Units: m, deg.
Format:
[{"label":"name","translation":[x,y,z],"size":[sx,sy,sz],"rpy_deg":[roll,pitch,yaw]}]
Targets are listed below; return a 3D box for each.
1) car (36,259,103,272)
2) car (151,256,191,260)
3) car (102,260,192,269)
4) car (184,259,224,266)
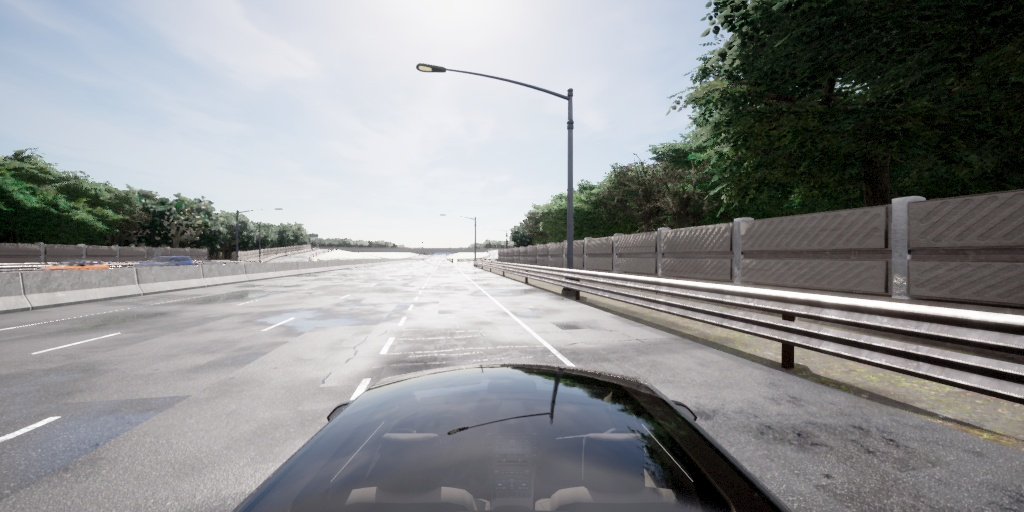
[{"label":"car","translation":[-37.571,1.119,30.783],"size":[2.097,1.767,4.553],"rpy_deg":[0,0,-11]},{"label":"car","translation":[-35.094,0.998,36.462],"size":[2.150,2.045,5.566],"rpy_deg":[0,0,-11]},{"label":"car","translation":[-25.924,1.266,25.792],"size":[1.837,1.490,4.892],"rpy_deg":[0,0,-11]},{"label":"car","translation":[-31.753,1.302,37.638],"size":[1.812,1.442,4.674],"rpy_deg":[0,0,-11]}]
